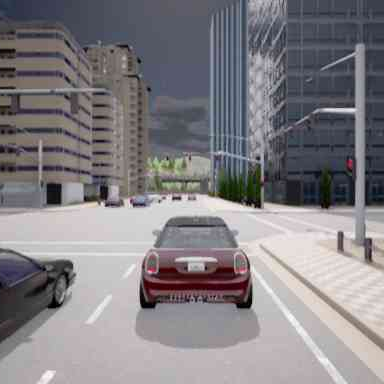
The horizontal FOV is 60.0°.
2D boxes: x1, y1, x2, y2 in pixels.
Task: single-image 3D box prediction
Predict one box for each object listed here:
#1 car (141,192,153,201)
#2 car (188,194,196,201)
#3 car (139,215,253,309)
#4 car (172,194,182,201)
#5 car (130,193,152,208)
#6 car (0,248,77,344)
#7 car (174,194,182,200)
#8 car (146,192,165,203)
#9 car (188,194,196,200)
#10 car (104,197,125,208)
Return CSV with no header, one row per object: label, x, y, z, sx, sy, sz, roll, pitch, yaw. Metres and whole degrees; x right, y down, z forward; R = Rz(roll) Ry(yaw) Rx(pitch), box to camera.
car,-10.504,0.983,78.654,2.150,2.045,5.566,0,0,0
car,-0.004,1.328,75.858,1.994,1.385,4.181,0,0,0
car,0.082,1.329,7.987,2.097,1.767,4.553,0,0,0
car,-3.504,1.255,74.742,1.882,1.535,5.008,0,0,0
car,-7.088,1.344,46.115,1.882,1.535,5.008,0,0,0
car,-3.434,1.533,4.789,2.033,1.411,5.357,0,0,0
car,-3.504,1.266,84.352,2.033,1.411,5.357,0,0,0
car,-7.038,1.039,63.228,2.150,2.045,5.566,0,0,1
car,-0.004,1.250,84.352,1.812,1.442,4.674,0,0,0
car,-10.592,1.415,45.837,2.033,1.411,5.357,0,0,0
